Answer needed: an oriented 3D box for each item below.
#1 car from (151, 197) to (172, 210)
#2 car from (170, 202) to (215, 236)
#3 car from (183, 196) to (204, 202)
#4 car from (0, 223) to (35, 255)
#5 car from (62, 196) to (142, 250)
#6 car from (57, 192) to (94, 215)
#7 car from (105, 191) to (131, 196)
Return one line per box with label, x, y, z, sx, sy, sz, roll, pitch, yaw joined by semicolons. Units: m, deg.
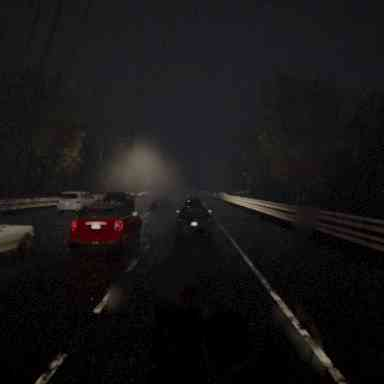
car;-3.360;1.255;36.678;1.994;1.385;4.181;0;1;0
car;0.115;1.417;17.260;1.994;1.385;4.181;0;0;0
car;0.139;1.212;35.125;1.837;1.490;4.892;0;1;0
car;-6.896;1.508;10.531;1.895;1.301;4.718;0;0;0
car;-3.391;1.231;13.878;2.097;1.767;4.553;0;0;0
car;-10.368;0.964;30.391;2.150;2.045;5.566;0;1;0
car;-6.867;0.955;31.731;2.150;2.045;5.566;0;1;0
